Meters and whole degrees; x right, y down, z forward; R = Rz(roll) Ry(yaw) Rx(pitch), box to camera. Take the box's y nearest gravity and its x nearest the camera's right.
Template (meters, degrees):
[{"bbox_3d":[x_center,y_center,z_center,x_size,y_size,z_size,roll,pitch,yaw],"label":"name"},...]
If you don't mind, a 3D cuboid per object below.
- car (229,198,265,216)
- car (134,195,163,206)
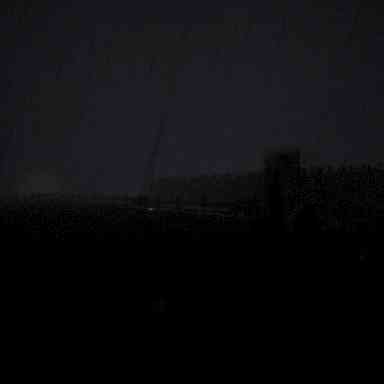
[{"bbox_3d":[4.715,1.115,24.948,1.994,1.385,4.181,-1,1,-35],"label":"car"},{"bbox_3d":[-5.152,1.019,39.086,1.994,1.385,4.181,-1,1,-35],"label":"car"}]
